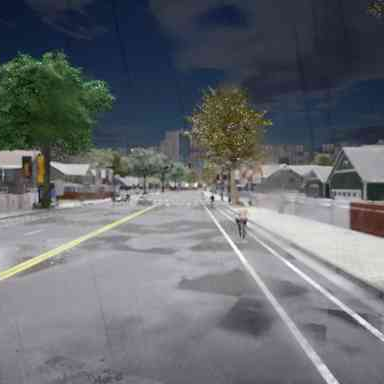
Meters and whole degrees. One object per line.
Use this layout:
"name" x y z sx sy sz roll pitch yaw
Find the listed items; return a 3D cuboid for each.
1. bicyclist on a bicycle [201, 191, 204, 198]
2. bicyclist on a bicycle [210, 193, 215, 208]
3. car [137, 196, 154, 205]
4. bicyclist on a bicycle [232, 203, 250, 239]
"bicyclist on a bicycle" 2.258 0.688 70.016 0.582 1.620 1.656 0 0 0
"bicyclist on a bicycle" 2.254 0.980 36.789 0.659 1.776 1.843 0 1 0
"car" -6.495 1.160 46.373 1.895 1.301 4.718 0 1 0
"bicyclist on a bicycle" 2.256 1.276 15.075 0.866 1.612 1.509 0 1 0
